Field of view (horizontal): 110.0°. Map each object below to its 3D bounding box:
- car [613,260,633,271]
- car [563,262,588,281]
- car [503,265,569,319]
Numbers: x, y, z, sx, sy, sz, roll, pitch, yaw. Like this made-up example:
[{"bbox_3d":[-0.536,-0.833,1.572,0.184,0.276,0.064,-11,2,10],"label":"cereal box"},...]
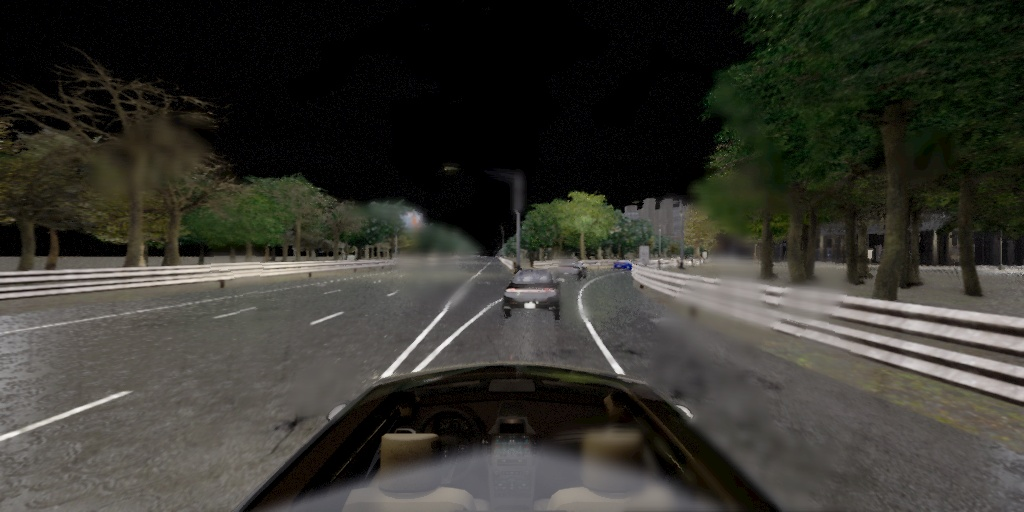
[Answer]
[{"bbox_3d":[15.900,1.233,50.591,1.882,1.535,5.008,0,0,35],"label":"car"},{"bbox_3d":[5.199,1.240,30.308,2.128,1.511,4.902,0,0,20],"label":"car"},{"bbox_3d":[0.876,1.237,12.870,2.128,1.511,4.902,0,0,8],"label":"car"}]
